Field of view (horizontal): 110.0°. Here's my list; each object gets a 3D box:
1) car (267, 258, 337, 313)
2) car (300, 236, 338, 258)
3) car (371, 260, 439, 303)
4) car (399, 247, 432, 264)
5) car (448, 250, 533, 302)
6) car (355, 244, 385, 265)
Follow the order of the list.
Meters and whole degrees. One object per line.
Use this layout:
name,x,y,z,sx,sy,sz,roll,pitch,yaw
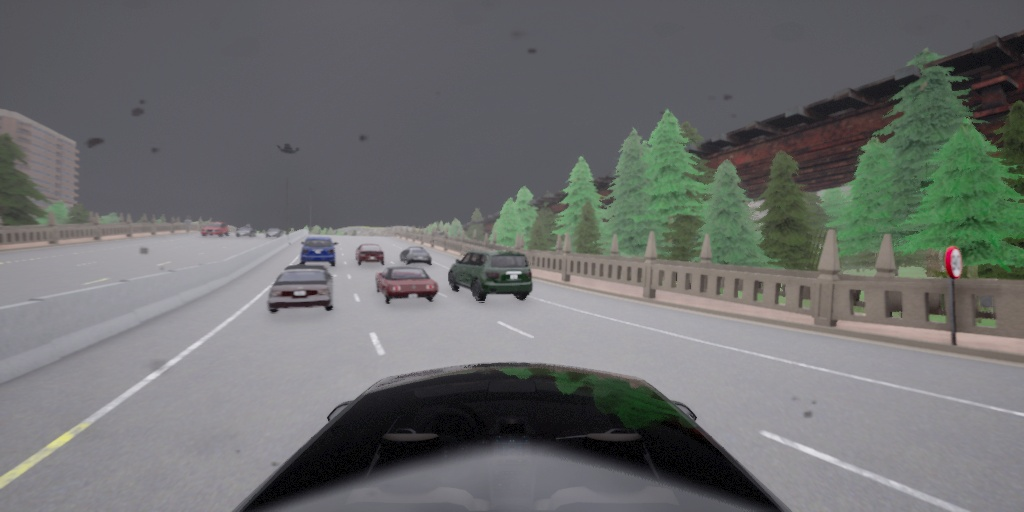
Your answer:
car,-7.398,1.031,12.879,2.033,1.411,5.357,0,3,-26
car,-14.035,-0.416,26.129,2.150,2.045,5.566,0,5,-26
car,-4.577,1.071,15.075,1.895,1.301,4.718,0,3,-26
car,-8.036,-0.090,29.787,1.994,1.385,4.181,0,5,-26
car,-1.122,0.747,15.984,2.150,2.045,5.566,0,3,-27
car,-11.392,-0.245,28.686,1.882,1.535,5.008,0,5,-26
